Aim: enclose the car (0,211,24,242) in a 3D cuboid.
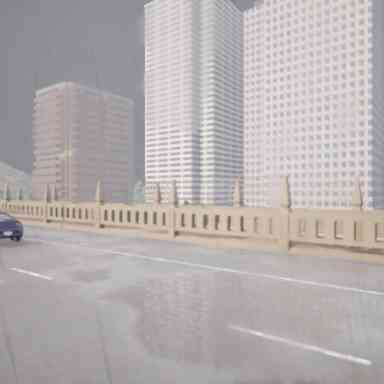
[{"bbox_3d":[-9.412,1.525,14.996,4.674,1.442,1.812,0,0,35],"label":"car"}]
